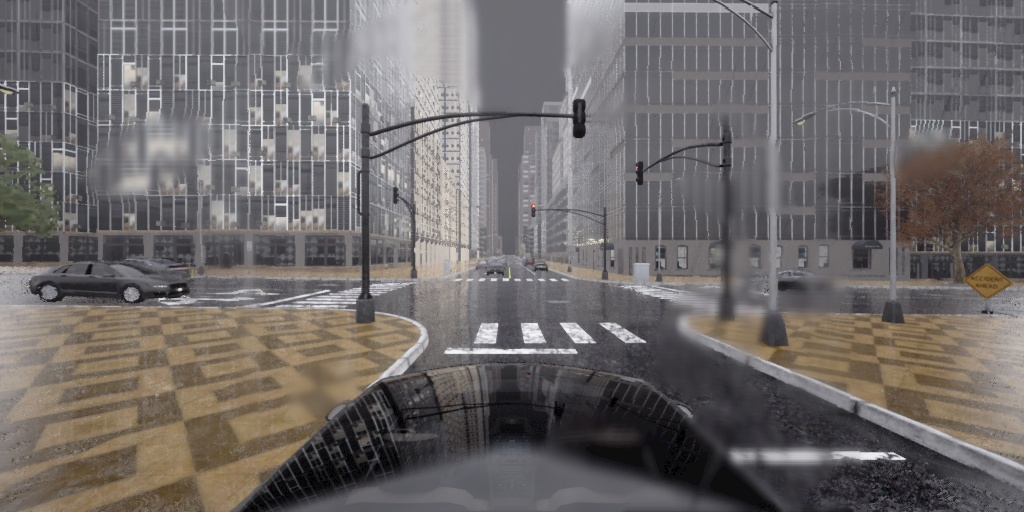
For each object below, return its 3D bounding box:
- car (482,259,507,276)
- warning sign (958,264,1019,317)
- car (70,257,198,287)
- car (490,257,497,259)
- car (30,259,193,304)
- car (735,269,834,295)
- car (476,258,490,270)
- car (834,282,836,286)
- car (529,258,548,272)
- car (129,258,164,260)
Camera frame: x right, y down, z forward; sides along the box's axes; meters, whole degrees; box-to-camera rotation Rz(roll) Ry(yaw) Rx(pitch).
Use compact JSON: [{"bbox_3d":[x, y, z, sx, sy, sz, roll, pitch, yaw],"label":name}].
[{"bbox_3d":[-1.715,1.314,38.497,2.033,1.411,5.357,0,0,-1],"label":"car"},{"bbox_3d":[17.212,1.204,12.986,1.060,1.860,1.300,0,0,-3],"label":"warning sign"},{"bbox_3d":[-21.335,0.875,20.430,4.902,1.511,2.128,1,0,-3],"label":"car"},{"bbox_3d":[-1.836,1.266,50.765,1.837,1.490,4.892,0,0,0],"label":"car"},{"bbox_3d":[-15.501,0.994,14.027,4.892,1.490,1.837,2,0,-3],"label":"car"},{"bbox_3d":[16.642,1.568,22.419,4.902,1.511,2.128,1,0,-3],"label":"car"},{"bbox_3d":[-4.322,1.342,52.153,1.802,1.307,4.207,0,0,-1],"label":"car"},{"bbox_3d":[20.126,1.686,25.856,5.357,1.411,2.033,1,0,-3],"label":"car"},{"bbox_3d":[3.663,1.329,46.708,1.948,1.339,4.313,0,0,-1],"label":"car"},{"bbox_3d":[-18.648,0.981,17.116,5.357,1.411,2.033,1,0,-3],"label":"car"}]
